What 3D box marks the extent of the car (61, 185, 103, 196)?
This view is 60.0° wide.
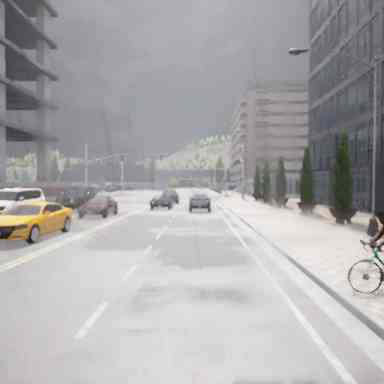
[{"bbox_3d":[-9.966,0.581,29.251,2.150,2.045,5.566,0,1,2],"label":"car"}]

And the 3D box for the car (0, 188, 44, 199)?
[{"bbox_3d":[-10.223,0.800,18.716,2.150,2.045,5.566,0,1,1],"label":"car"}]

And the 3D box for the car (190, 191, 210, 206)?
[{"bbox_3d":[0.890,0.686,38.602,2.128,1.511,4.902,0,1,1],"label":"car"}]

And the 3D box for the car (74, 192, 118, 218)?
[{"bbox_3d":[-6.601,1.005,23.957,1.812,1.442,4.674,0,1,2],"label":"car"}]

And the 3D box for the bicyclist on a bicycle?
[{"bbox_3d":[3.826,1.174,6.388,1.656,1.620,0.582,0,1,1],"label":"bicyclist on a bicycle"}]

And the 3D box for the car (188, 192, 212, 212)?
[{"bbox_3d":[0.692,0.881,29.196,2.128,1.511,4.902,0,1,1],"label":"car"}]

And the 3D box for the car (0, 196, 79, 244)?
[{"bbox_3d":[-6.821,1.159,14.265,1.882,1.535,5.008,0,1,2],"label":"car"}]

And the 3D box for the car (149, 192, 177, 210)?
[{"bbox_3d":[-2.801,0.929,31.717,1.895,1.301,4.718,0,1,2],"label":"car"}]

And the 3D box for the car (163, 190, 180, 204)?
[{"bbox_3d":[-2.666,0.493,40.695,2.097,1.767,4.553,0,1,1],"label":"car"}]
